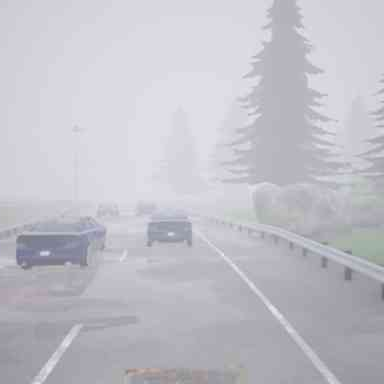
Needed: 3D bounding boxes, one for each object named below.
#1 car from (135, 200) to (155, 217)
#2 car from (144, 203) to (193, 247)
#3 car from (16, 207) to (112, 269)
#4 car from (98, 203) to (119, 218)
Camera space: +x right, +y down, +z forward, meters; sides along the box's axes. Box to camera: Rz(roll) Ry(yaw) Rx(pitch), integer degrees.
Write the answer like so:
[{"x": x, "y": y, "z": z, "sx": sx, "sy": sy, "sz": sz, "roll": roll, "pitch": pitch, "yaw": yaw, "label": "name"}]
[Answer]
[{"x": -4.374, "y": 1.490, "z": 31.669, "sx": 1.882, "sy": 1.535, "sz": 5.008, "roll": 0, "pitch": 0, "yaw": -14, "label": "car"}, {"x": -1.131, "y": 1.481, "z": 15.312, "sx": 1.882, "sy": 1.535, "sz": 5.008, "roll": 0, "pitch": 0, "yaw": -7, "label": "car"}, {"x": -4.166, "y": 1.490, "z": 11.355, "sx": 1.882, "sy": 1.535, "sz": 5.008, "roll": 0, "pitch": 0, "yaw": -5, "label": "car"}, {"x": -7.665, "y": 1.623, "z": 30.481, "sx": 1.895, "sy": 1.301, "sz": 4.718, "roll": 0, "pitch": 0, "yaw": -14, "label": "car"}]
